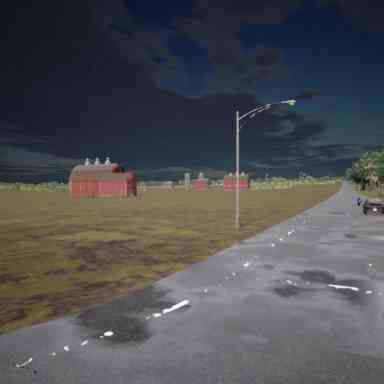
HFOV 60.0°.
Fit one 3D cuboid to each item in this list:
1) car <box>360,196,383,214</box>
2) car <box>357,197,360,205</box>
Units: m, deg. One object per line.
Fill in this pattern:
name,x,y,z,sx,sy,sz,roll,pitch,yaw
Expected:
car,18.738,1.467,34.405,1.837,1.490,4.892,0,0,25
car,27.404,1.398,53.148,2.033,1.411,5.357,0,0,25
